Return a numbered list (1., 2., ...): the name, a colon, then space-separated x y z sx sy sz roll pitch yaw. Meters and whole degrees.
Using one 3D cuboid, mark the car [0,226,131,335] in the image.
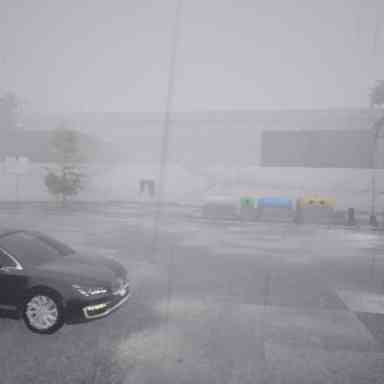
1. car: -3.580 1.439 6.244 4.892 1.490 1.837 1 0 10
